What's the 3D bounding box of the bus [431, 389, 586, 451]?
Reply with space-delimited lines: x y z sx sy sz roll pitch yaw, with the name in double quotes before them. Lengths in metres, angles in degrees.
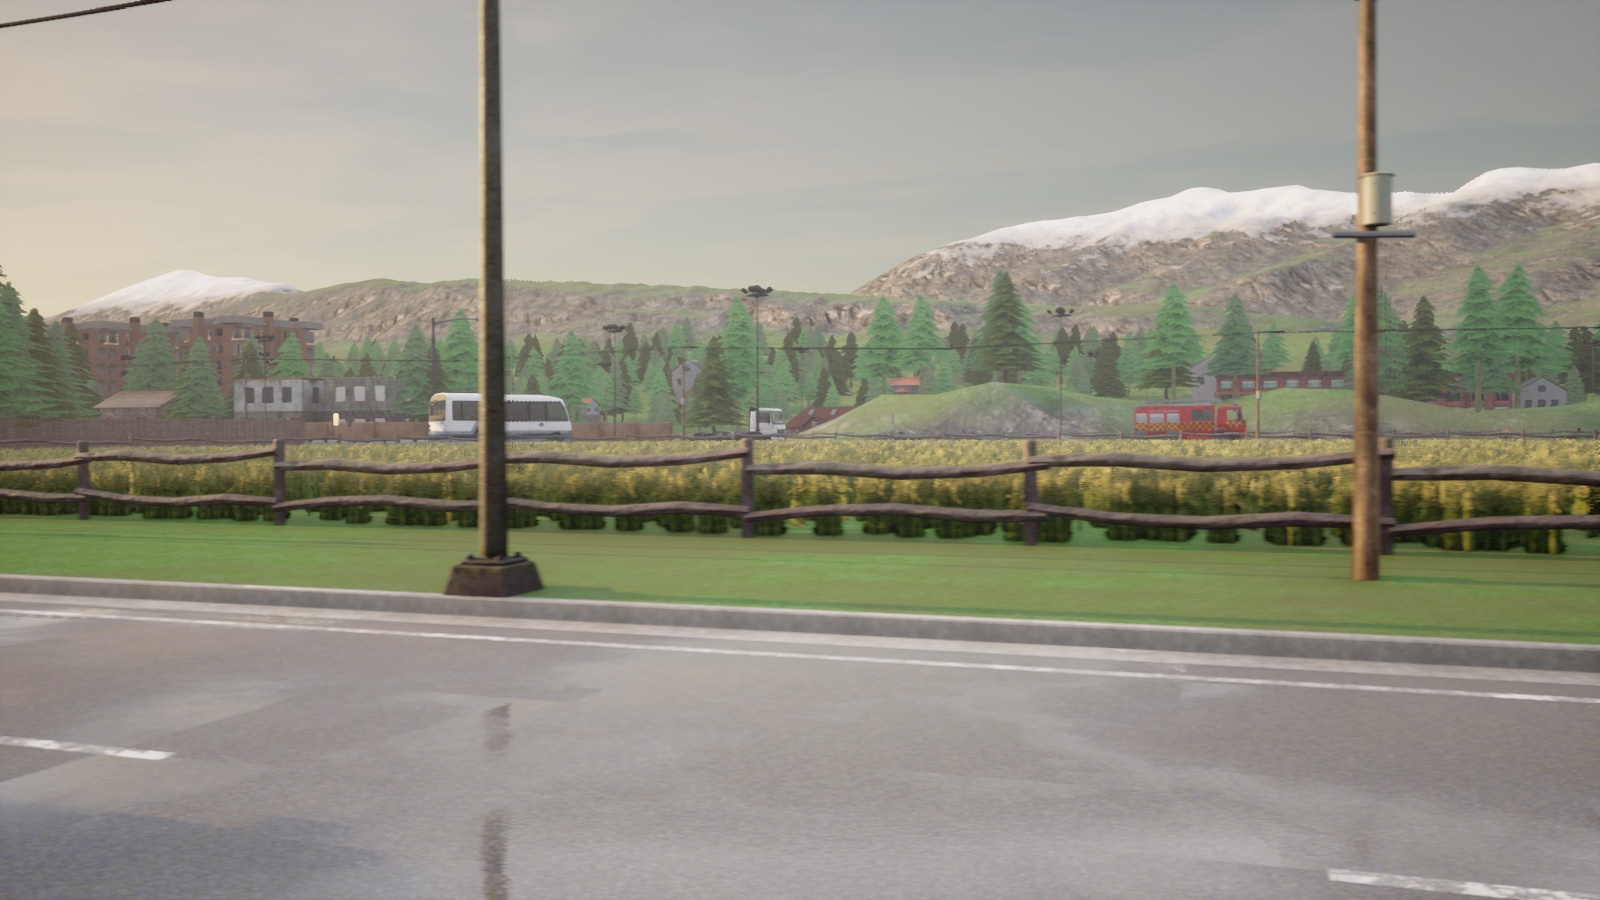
"bus" -21.059 -2.090 91.178 10.273 4.253 3.944 -1 1 -39
